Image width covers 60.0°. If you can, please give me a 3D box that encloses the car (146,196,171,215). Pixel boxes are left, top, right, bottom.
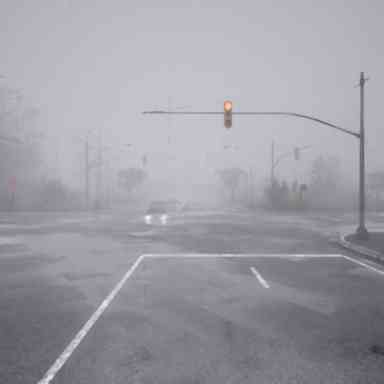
[{"bbox_3d":[-3.422,1.533,33.430,1.837,1.490,4.892,0,1,0],"label":"car"}]

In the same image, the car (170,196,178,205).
[{"bbox_3d":[-3.361,1.423,57.661,1.812,1.442,4.674,0,1,0],"label":"car"}]
